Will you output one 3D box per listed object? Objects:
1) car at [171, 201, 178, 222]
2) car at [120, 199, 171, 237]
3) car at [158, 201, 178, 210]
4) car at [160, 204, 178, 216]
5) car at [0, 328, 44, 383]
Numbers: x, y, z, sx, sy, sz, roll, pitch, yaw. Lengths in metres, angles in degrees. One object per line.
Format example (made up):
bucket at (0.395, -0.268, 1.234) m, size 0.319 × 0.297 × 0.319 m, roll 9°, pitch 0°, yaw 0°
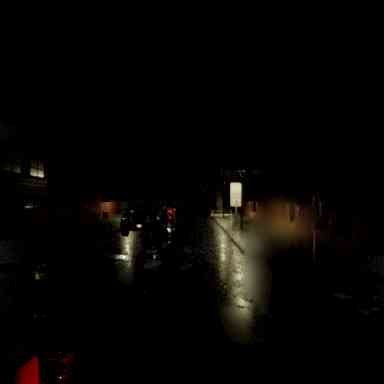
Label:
car at (-2.663, 1.689, 29.847) m, size 2.097 × 1.767 × 4.553 m, roll 0°, pitch -1°, yaw 0°
car at (-2.695, 1.423, 19.864) m, size 2.150 × 2.045 × 5.566 m, roll 0°, pitch -1°, yaw 0°
car at (-4.531, 2.402, 61.694) m, size 1.882 × 1.535 × 5.008 m, roll 2°, pitch -2°, yaw -26°
car at (-2.710, 2.099, 39.885) m, size 1.895 × 1.301 × 4.718 m, roll 0°, pitch -1°, yaw -1°
car at (-2.547, 1.484, 0.628) m, size 1.882 × 1.535 × 5.008 m, roll -1°, pitch -1°, yaw 16°
